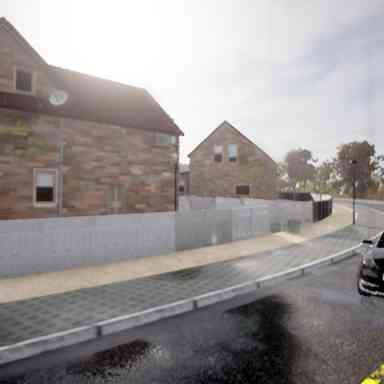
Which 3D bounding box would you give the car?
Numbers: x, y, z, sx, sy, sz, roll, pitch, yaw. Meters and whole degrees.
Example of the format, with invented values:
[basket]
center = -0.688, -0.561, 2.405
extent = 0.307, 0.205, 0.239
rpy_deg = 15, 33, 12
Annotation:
[car]
center = 5.363, 1.498, 7.856
extent = 1.837, 1.490, 4.892
rpy_deg = 0, 0, 39
